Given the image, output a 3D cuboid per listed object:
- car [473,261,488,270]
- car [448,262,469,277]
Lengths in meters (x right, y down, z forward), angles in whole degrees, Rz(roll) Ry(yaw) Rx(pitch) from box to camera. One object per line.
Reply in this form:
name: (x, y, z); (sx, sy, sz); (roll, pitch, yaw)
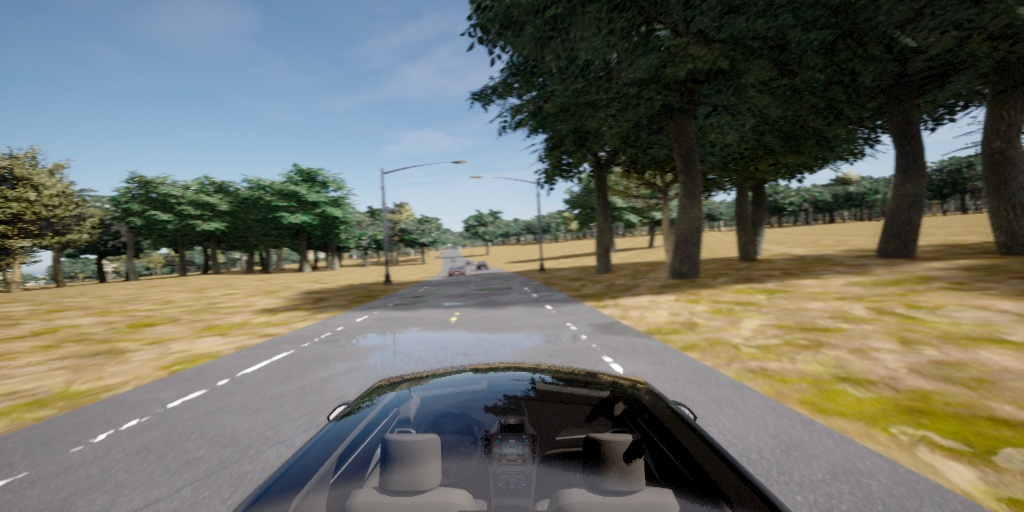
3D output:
car: (-5.063, 1.577, 59.878); (1.837, 1.490, 4.892); (-3, 1, -9)
car: (-6.401, 1.729, 42.126); (1.994, 1.385, 4.181); (-3, 0, -6)
